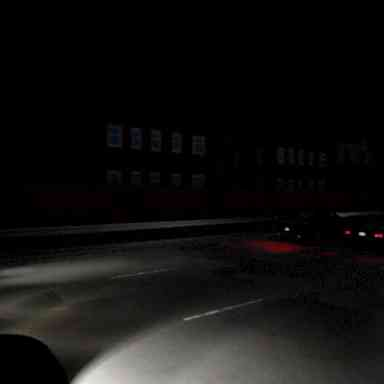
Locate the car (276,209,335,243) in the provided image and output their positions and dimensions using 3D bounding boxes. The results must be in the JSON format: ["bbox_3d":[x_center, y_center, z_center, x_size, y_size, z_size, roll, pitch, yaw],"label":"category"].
[{"bbox_3d":[6.445,1.607,16.938,5.008,1.535,1.882,1,0,-35],"label":"car"}]

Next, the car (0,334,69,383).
[{"bbox_3d":[-2.765,1.553,1.774,4.181,1.385,1.994,1,0,-35],"label":"car"}]

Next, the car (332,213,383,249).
[{"bbox_3d":[8.522,1.677,14.122,5.357,1.411,2.033,1,0,-35],"label":"car"}]
